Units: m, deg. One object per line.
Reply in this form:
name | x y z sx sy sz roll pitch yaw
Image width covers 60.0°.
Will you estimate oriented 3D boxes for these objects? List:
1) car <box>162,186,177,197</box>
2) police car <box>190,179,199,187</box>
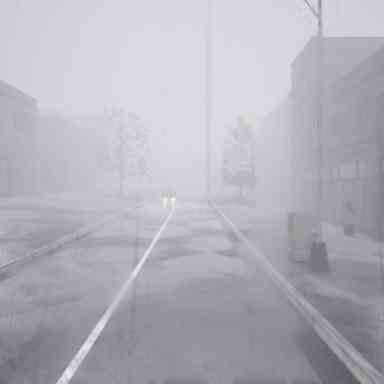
car | -3.050 -0.091 45.725 2.128 1.511 4.902 0 2 0
police car | 1.019 -2.228 94.154 1.930 1.638 5.238 0 3 0
